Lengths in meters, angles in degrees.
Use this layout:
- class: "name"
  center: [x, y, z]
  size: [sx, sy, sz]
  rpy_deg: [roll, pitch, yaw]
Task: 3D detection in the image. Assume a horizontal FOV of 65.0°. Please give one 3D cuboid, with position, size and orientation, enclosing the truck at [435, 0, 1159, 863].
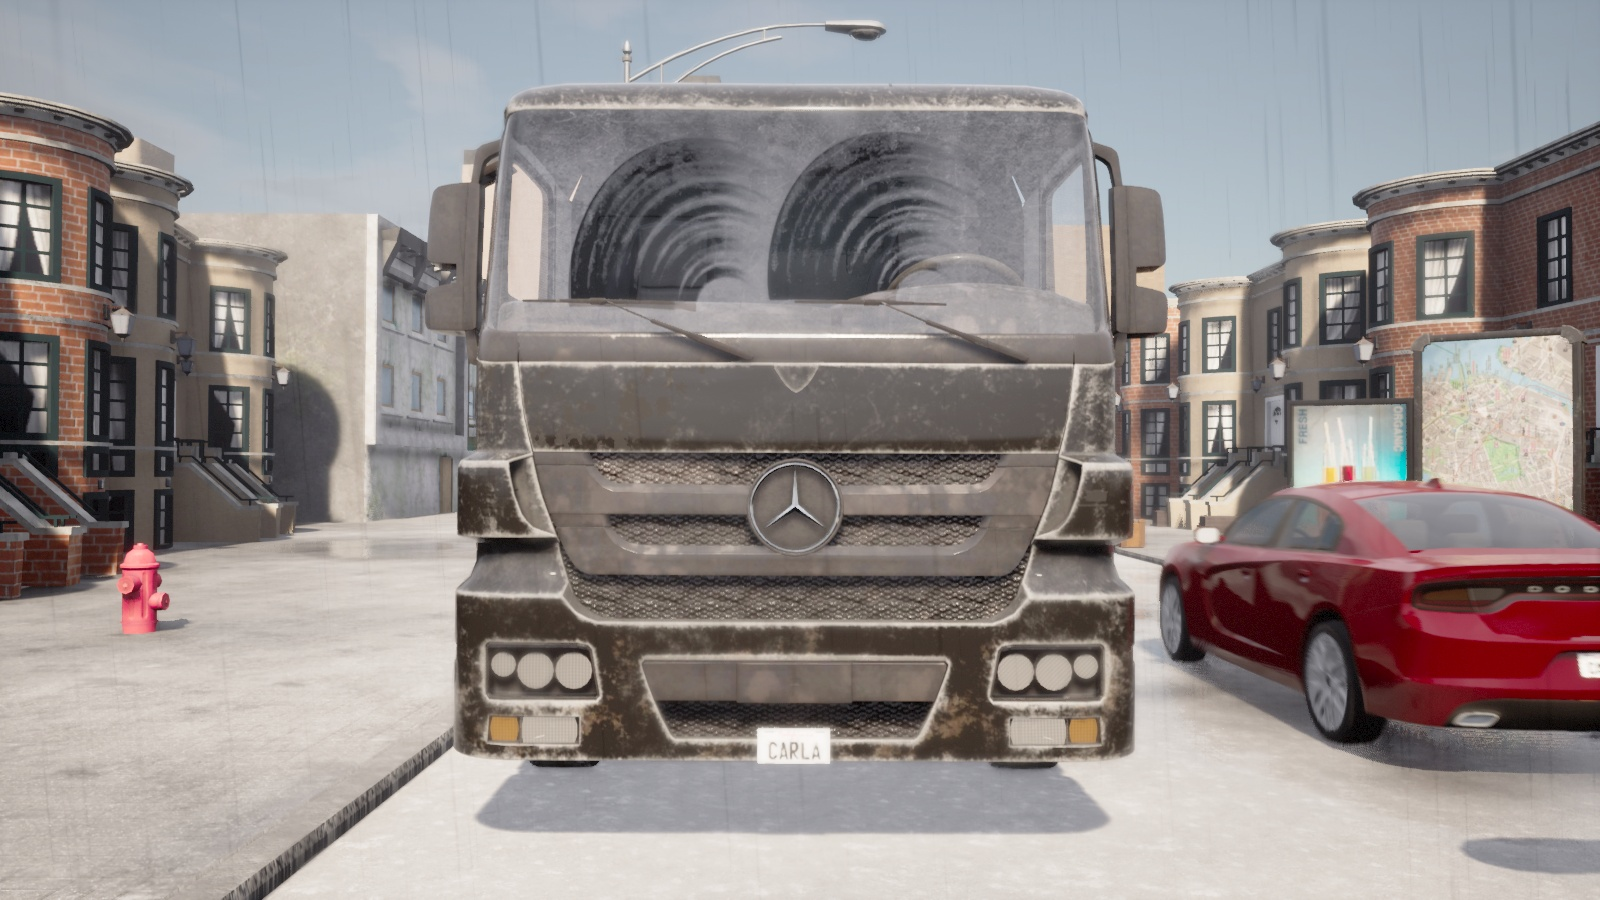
- class: "truck"
  center: [-0.027, -0.015, 9.011]
  size: [2.891, 3.462, 7.936]
  rpy_deg: [0, -1, 0]

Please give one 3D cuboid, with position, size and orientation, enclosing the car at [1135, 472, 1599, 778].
- class: "car"
  center: [3.977, 0.924, 8.841]
  size: [1.882, 1.535, 5.008]
  rpy_deg: [0, -1, 0]
